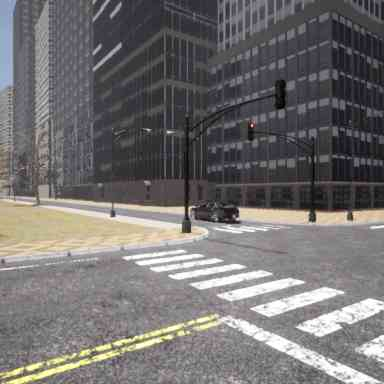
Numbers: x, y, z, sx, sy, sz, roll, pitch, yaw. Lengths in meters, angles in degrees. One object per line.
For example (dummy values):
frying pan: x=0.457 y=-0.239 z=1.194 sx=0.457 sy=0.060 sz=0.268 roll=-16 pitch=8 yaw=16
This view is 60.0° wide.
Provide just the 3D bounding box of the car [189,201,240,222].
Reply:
car: x=1.658 y=1.506 z=26.165 sx=1.837 sy=1.490 sz=4.892 roll=-1 pitch=1 yaw=-36
